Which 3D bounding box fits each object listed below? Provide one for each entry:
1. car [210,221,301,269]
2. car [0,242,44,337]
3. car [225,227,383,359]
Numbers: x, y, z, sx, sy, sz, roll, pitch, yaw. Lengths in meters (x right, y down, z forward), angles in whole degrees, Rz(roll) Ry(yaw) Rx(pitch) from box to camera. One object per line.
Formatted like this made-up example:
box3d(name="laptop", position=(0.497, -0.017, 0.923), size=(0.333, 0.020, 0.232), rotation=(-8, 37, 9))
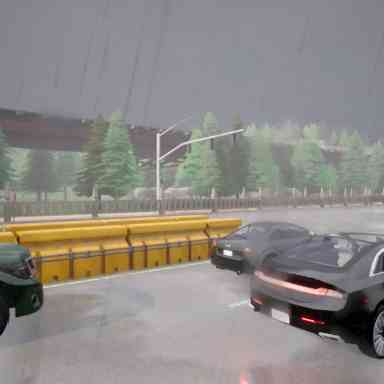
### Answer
box3d(name="car", position=(2.572, 1.564, 9.860), size=(4.181, 1.385, 1.994), rotation=(0, 0, -36))
box3d(name="car", position=(-5.055, 1.221, 4.447), size=(5.566, 2.045, 2.150), rotation=(0, 0, -35))
box3d(name="car", position=(3.181, 1.492, 5.999), size=(4.902, 1.511, 2.128), rotation=(0, 0, -36))
